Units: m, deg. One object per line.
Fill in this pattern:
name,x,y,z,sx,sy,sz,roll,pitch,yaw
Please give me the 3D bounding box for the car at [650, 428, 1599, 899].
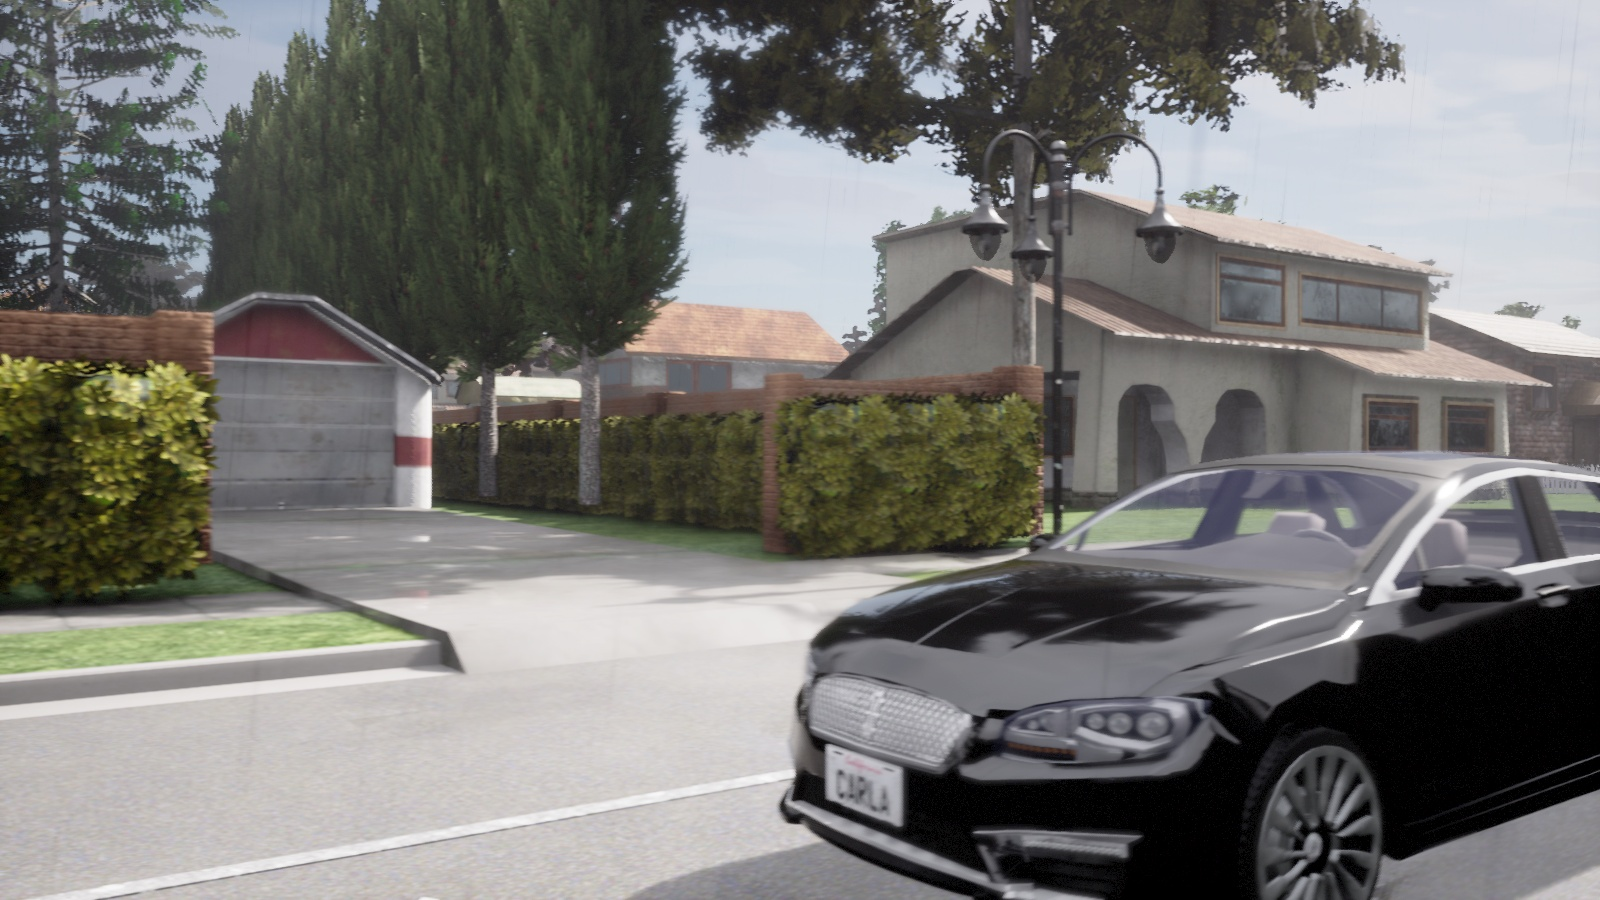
car,2.074,0.709,5.103,4.902,1.511,2.128,0,0,-35
